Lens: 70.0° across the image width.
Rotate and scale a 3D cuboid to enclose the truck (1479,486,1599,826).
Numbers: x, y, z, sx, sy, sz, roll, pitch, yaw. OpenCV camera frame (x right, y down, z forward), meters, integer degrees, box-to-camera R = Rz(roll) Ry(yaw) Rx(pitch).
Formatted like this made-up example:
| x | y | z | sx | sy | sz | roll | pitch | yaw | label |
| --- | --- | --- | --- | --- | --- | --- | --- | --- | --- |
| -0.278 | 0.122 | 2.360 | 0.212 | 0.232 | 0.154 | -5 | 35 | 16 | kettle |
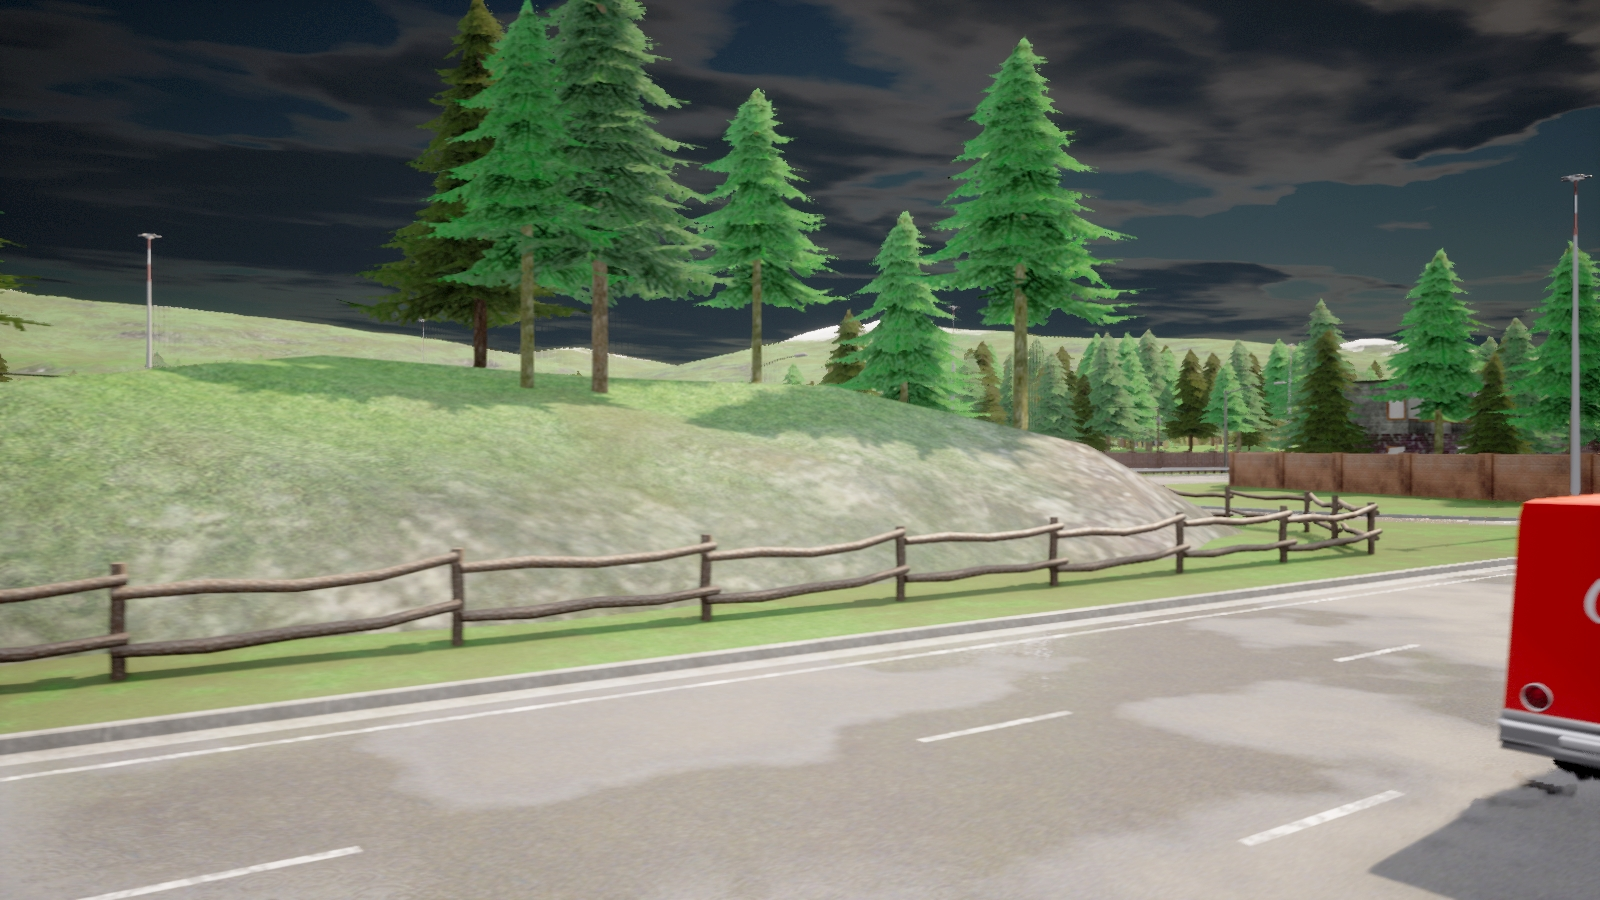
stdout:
| x | y | z | sx | sy | sz | roll | pitch | yaw | label |
| --- | --- | --- | --- | --- | --- | --- | --- | --- | --- |
| 8.374 | 1.570 | 9.662 | 5.204 | 2.467 | 2.627 | 0 | 0 | -35 | truck |
